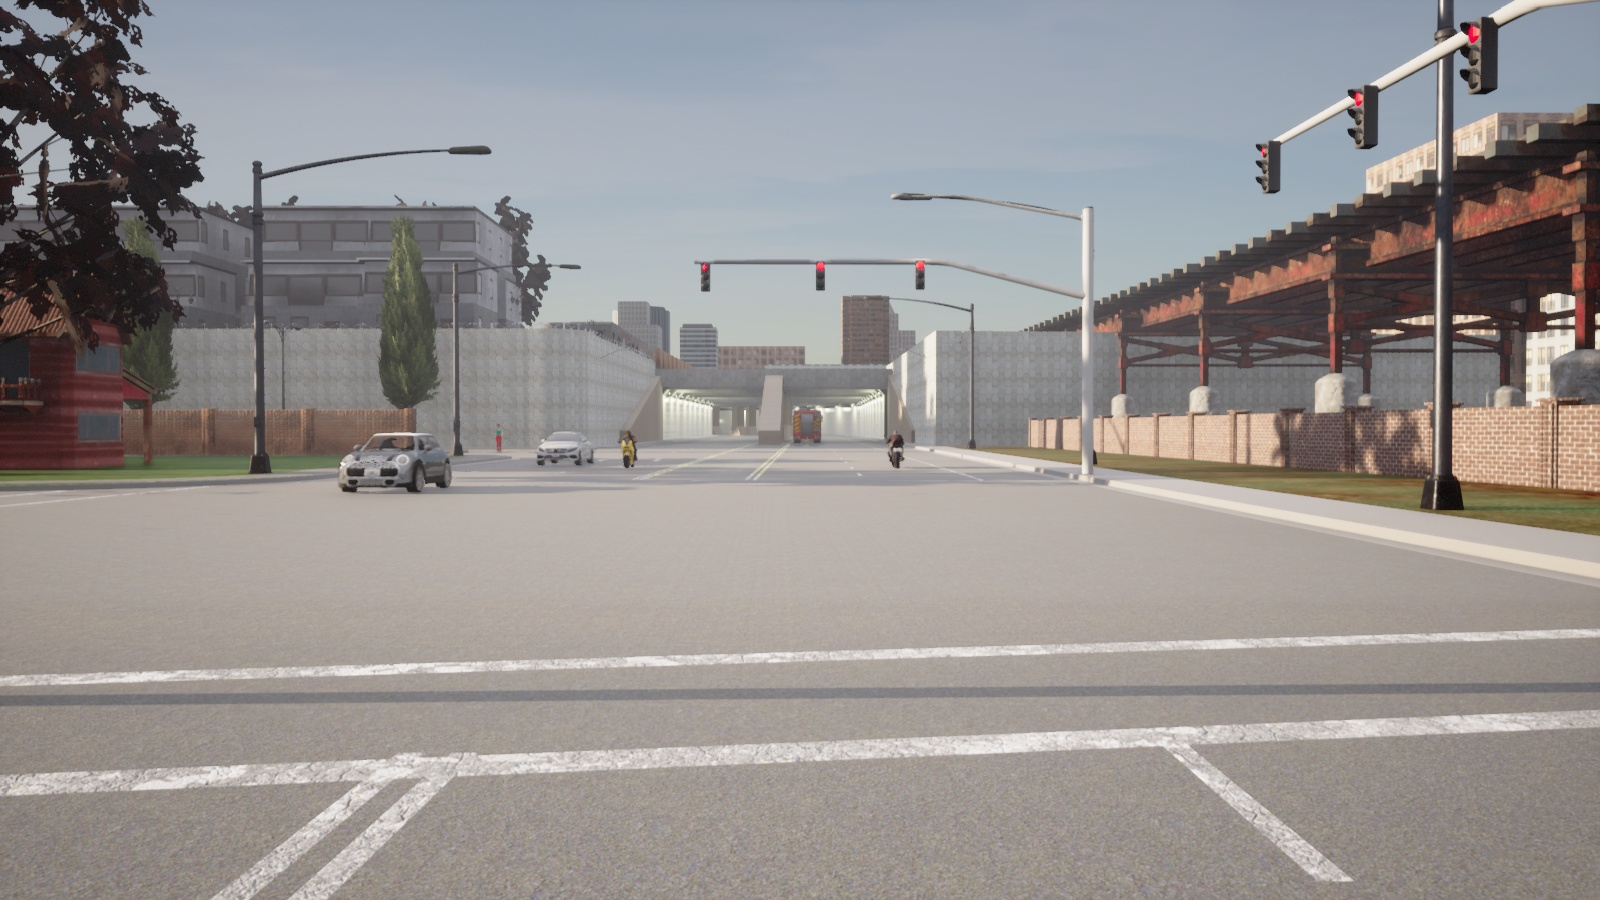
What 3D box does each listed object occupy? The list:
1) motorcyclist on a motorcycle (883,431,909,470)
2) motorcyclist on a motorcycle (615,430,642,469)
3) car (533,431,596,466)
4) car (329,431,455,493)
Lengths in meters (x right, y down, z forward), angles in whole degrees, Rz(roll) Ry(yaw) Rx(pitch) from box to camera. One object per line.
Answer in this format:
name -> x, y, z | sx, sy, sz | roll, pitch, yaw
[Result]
motorcyclist on a motorcycle -> 3.795, 0.006, 49.907 | 0.866, 1.530, 2.191 | 0, 1, 0
motorcyclist on a motorcycle -> -6.709, -0.037, 49.228 | 0.797, 1.523, 2.044 | 0, 1, 0
car -> -10.176, -0.089, 54.597 | 1.812, 1.442, 4.674 | 0, 1, 0
car -> -10.305, 0.251, 32.019 | 1.970, 1.475, 3.806 | 0, 1, 0
